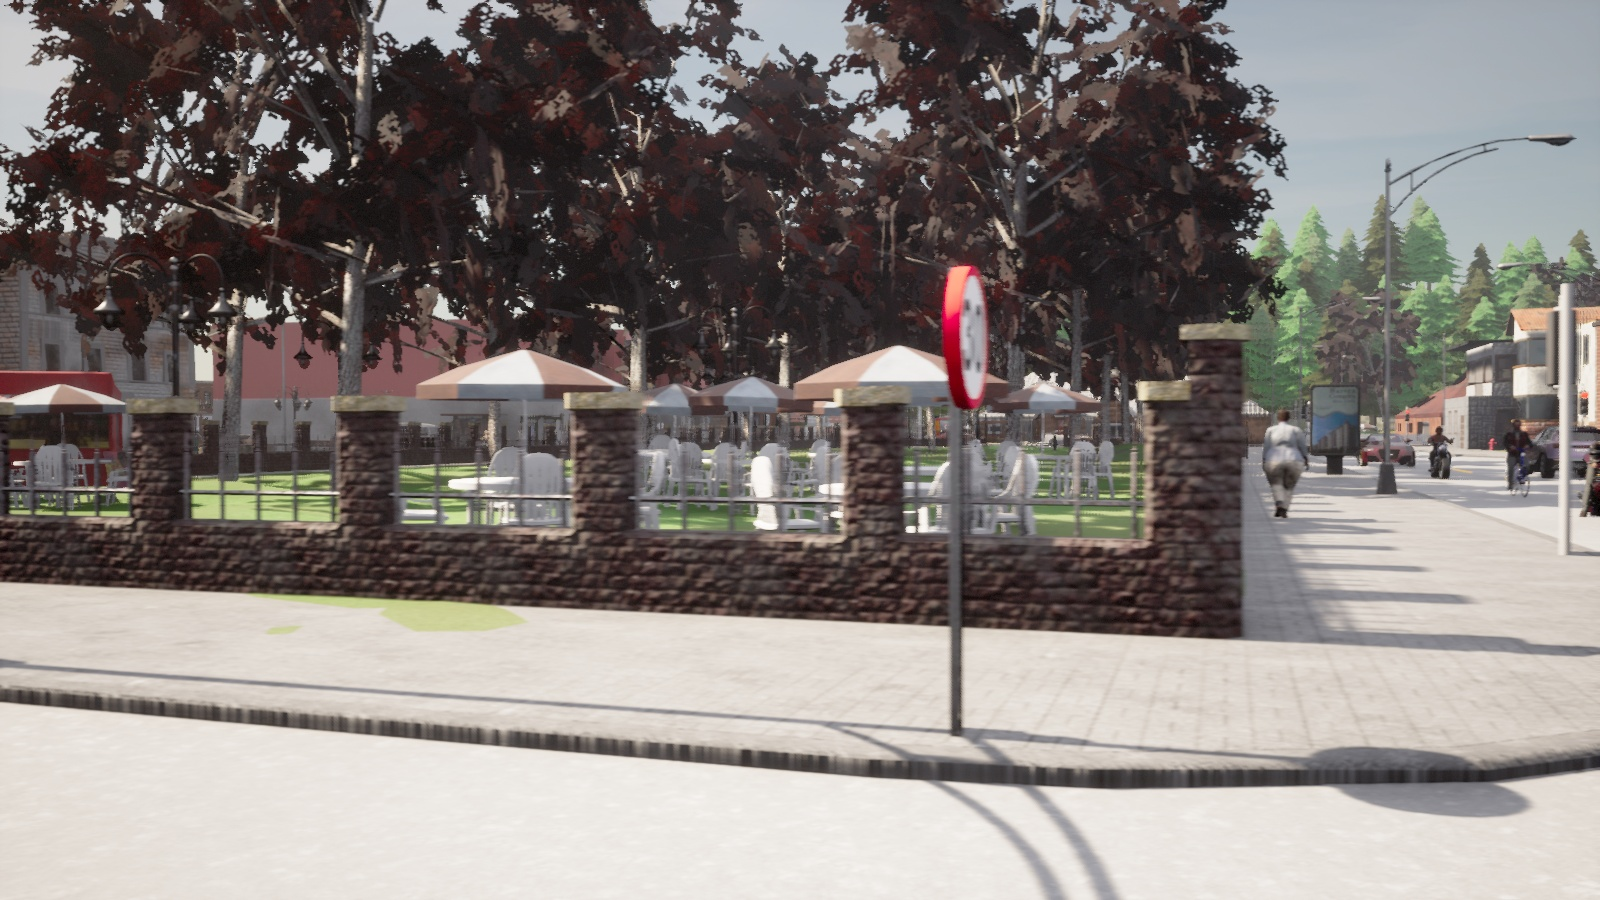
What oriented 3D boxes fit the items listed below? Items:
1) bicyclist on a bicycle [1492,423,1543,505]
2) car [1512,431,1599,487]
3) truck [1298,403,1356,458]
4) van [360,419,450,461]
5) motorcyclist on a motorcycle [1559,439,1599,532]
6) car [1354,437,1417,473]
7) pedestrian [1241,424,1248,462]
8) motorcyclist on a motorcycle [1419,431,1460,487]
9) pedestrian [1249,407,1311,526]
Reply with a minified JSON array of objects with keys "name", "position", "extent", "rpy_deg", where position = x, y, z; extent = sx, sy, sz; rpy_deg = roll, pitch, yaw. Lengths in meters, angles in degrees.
[{"name":"bicyclist on a bicycle","position":[16.091,0.320,28.201],"extent":[0.659,1.776,1.843],"rpy_deg":[1,-1,19]},{"name":"car","position":[24.304,0.232,39.929],"extent":[2.033,1.649,4.856],"rpy_deg":[1,1,19]},{"name":"truck","position":[34.785,-1.309,83.101],"extent":[2.891,3.462,7.936],"rpy_deg":[1,1,18]},{"name":"van","position":[-19.833,-0.509,63.218],"extent":[2.069,2.038,4.480],"rpy_deg":[1,1,19]},{"name":"motorcyclist on a motorcycle","position":[13.854,0.580,21.631],"extent":[0.866,1.530,2.191],"rpy_deg":[1,1,19]},{"name":"car","position":[24.171,0.178,51.963],"extent":[1.994,1.385,4.181],"rpy_deg":[1,1,20]},{"name":"pedestrian","position":[21.587,-0.326,60.998],"extent":[0.331,1.846,0.634],"rpy_deg":[1,1,19]},{"name":"motorcyclist on a motorcycle","position":[19.624,0.255,38.585],"extent":[0.766,1.649,2.350],"rpy_deg":[1,1,19]},{"name":"pedestrian","position":[7.712,0.253,20.207],"extent":[0.874,1.855,0.900],"rpy_deg":[1,1,19]}]
